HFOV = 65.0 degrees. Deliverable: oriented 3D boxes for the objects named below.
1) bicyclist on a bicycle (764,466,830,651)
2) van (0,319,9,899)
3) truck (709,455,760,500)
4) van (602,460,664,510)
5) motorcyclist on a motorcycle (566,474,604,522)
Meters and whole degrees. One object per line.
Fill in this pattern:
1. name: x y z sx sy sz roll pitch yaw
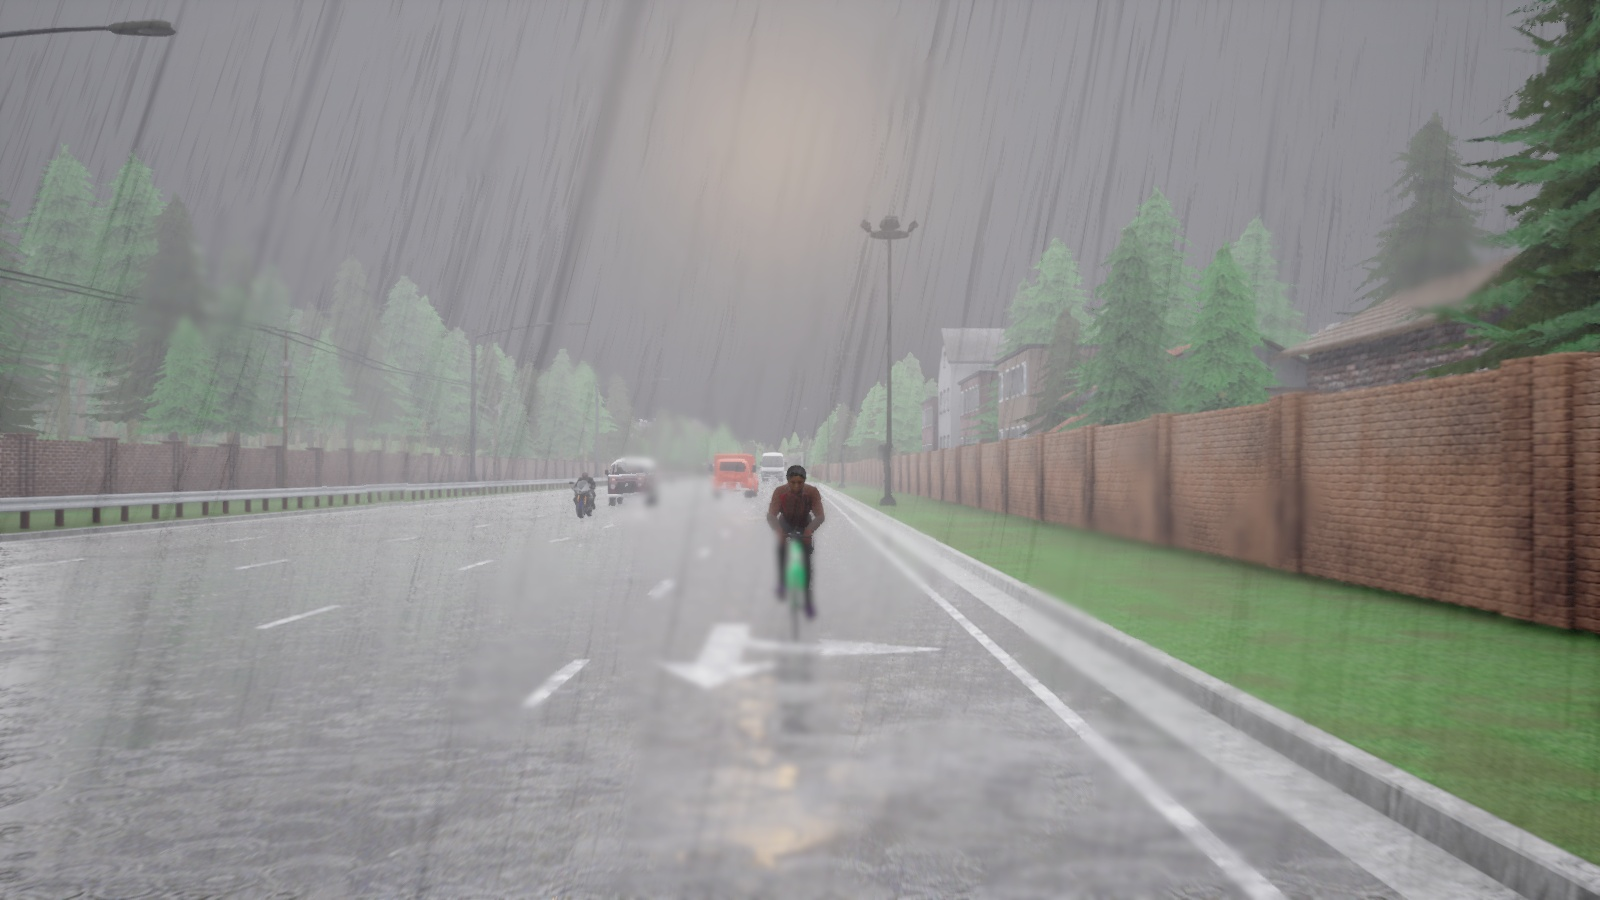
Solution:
1. bicyclist on a bicycle: -0.030 0.967 11.926 0.582 1.620 1.656 0 0 0
2. van: -3.505 0.580 1.676 2.069 2.038 4.480 0 -1 0
3. truck: -3.677 1.536 71.324 2.627 2.467 5.204 0 -1 0
4. van: -7.133 1.473 54.123 2.069 2.038 4.480 0 -1 0
5. motorcyclist on a motorcycle: -7.102 1.574 41.583 0.866 1.530 2.191 0 -1 0
